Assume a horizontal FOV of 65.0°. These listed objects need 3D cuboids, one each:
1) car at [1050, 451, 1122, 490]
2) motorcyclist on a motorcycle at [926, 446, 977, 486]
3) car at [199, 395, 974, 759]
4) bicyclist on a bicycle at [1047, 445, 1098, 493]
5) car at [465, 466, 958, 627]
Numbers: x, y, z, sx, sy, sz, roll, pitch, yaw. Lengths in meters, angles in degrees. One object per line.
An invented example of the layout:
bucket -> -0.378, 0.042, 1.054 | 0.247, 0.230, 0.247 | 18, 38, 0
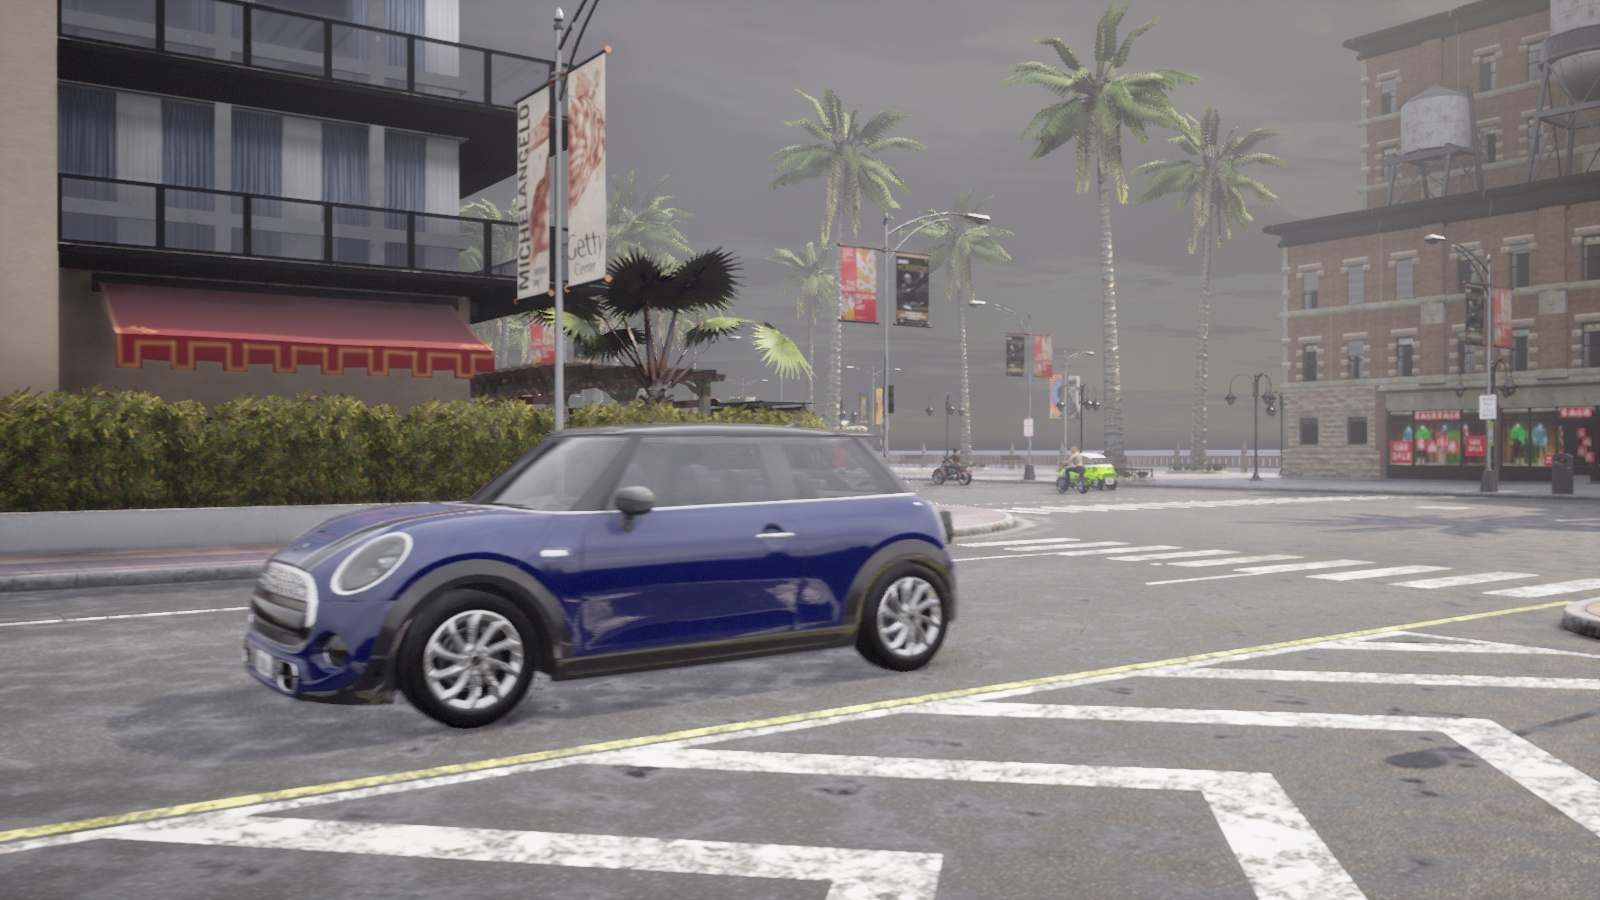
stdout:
car -> 10.653, 0.744, 46.900 | 1.481, 1.376, 2.207 | 0, 0, -34
motorcyclist on a motorcycle -> 6.418, 0.663, 53.188 | 0.766, 1.649, 2.350 | 0, 0, -34
car -> -1.270, 0.612, 8.258 | 4.553, 1.767, 2.097 | 0, 0, -35
bicyclist on a bicycle -> 9.256, 0.633, 42.736 | 0.866, 1.612, 1.509 | 0, 0, -34
car -> -0.796, 0.851, 12.852 | 4.718, 1.301, 1.895 | 0, 0, -35
